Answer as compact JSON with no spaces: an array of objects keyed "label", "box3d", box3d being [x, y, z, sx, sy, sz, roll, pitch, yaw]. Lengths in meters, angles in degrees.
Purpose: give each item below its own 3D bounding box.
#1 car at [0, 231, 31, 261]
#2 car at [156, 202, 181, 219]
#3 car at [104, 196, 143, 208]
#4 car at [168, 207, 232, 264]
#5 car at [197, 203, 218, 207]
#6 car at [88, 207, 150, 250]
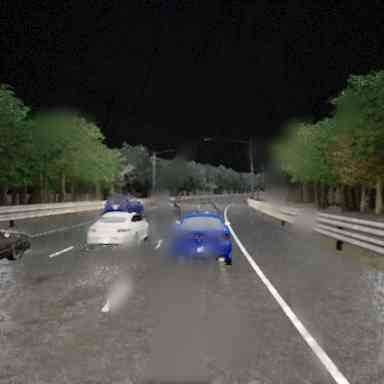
[{"label":"car","box3d":[-6.731,1.574,9.439,2.033,1.411,5.357,0,0,2]},{"label":"car","box3d":[-2.079,1.649,30.225,1.812,1.442,4.674,0,0,5]},{"label":"car","box3d":[-5.738,1.331,28.434,2.150,2.045,5.566,0,0,4]},{"label":"car","box3d":[0.369,1.519,12.061,1.882,1.535,5.008,0,0,2]},{"label":"car","box3d":[1.381,1.688,29.563,1.994,1.385,4.181,0,0,5]},{"label":"car","box3d":[-3.041,1.574,14.411,1.812,1.442,4.674,0,0,2]}]
